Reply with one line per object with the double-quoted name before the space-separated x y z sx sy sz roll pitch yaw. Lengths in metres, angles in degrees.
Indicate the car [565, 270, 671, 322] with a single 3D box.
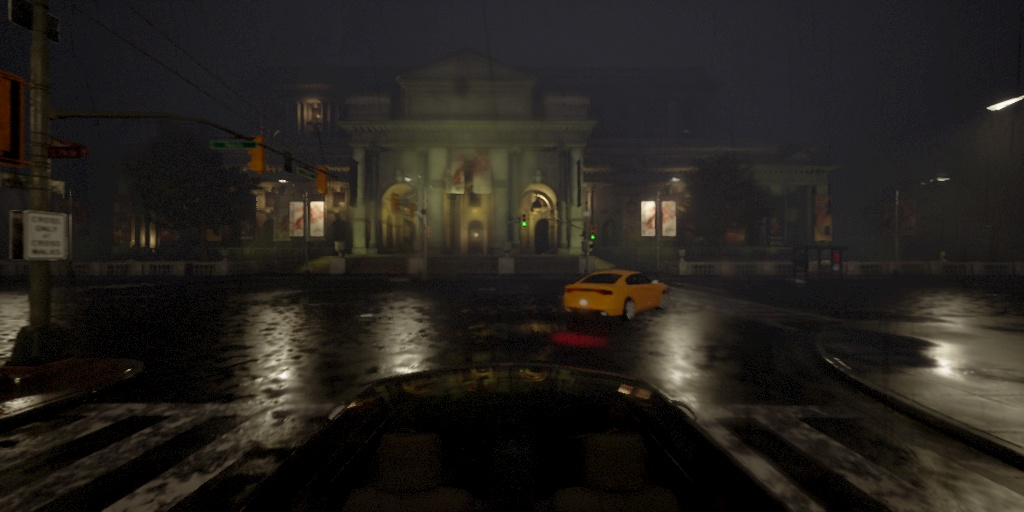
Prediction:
"car" 3.805 1.239 12.487 1.882 1.535 5.008 -2 -1 42
